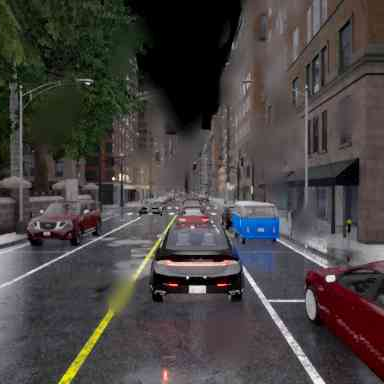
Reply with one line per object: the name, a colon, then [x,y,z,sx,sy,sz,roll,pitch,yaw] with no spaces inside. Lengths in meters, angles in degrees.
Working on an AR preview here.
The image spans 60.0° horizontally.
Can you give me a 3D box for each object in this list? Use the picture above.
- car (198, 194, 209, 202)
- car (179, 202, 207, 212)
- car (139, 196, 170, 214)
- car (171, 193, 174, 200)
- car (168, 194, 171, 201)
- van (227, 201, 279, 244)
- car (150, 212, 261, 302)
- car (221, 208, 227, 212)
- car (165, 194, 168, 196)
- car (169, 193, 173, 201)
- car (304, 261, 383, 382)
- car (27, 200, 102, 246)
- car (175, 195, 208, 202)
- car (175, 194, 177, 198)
car: [2.833,1.387,75.594,1.967,1.590,4.097,0,0,0]
car: [0.098,1.519,18.507,1.812,1.442,4.674,0,0,0]
car: [-3.008,1.198,25.982,1.895,1.301,4.718,0,0,0]
car: [-5.692,1.491,75.555,1.887,1.381,4.507,0,0,0]
car: [-5.688,1.502,64.653,2.008,1.369,4.403,0,0,0]
van: [2.851,1.336,15.557,1.690,1.788,3.998,0,0,0]
car: [0.098,1.490,8.245,2.128,1.511,4.902,0,0,0]
car: [2.850,1.557,21.217,1.947,1.339,4.313,0,0,0]
car: [-5.687,1.480,59.033,1.752,1.417,4.829,0,0,0]
car: [-5.690,1.493,70.105,1.887,1.381,4.507,0,0,0]
car: [2.854,1.544,4.236,1.887,1.381,4.507,0,0,0]
car: [-5.674,1.310,15.514,2.192,1.841,5.009,0,0,0]
car: [0.040,1.338,27.465,2.097,1.767,4.553,0,0,2]
car: [-5.695,1.496,86.457,2.008,1.369,4.403,0,0,0]
